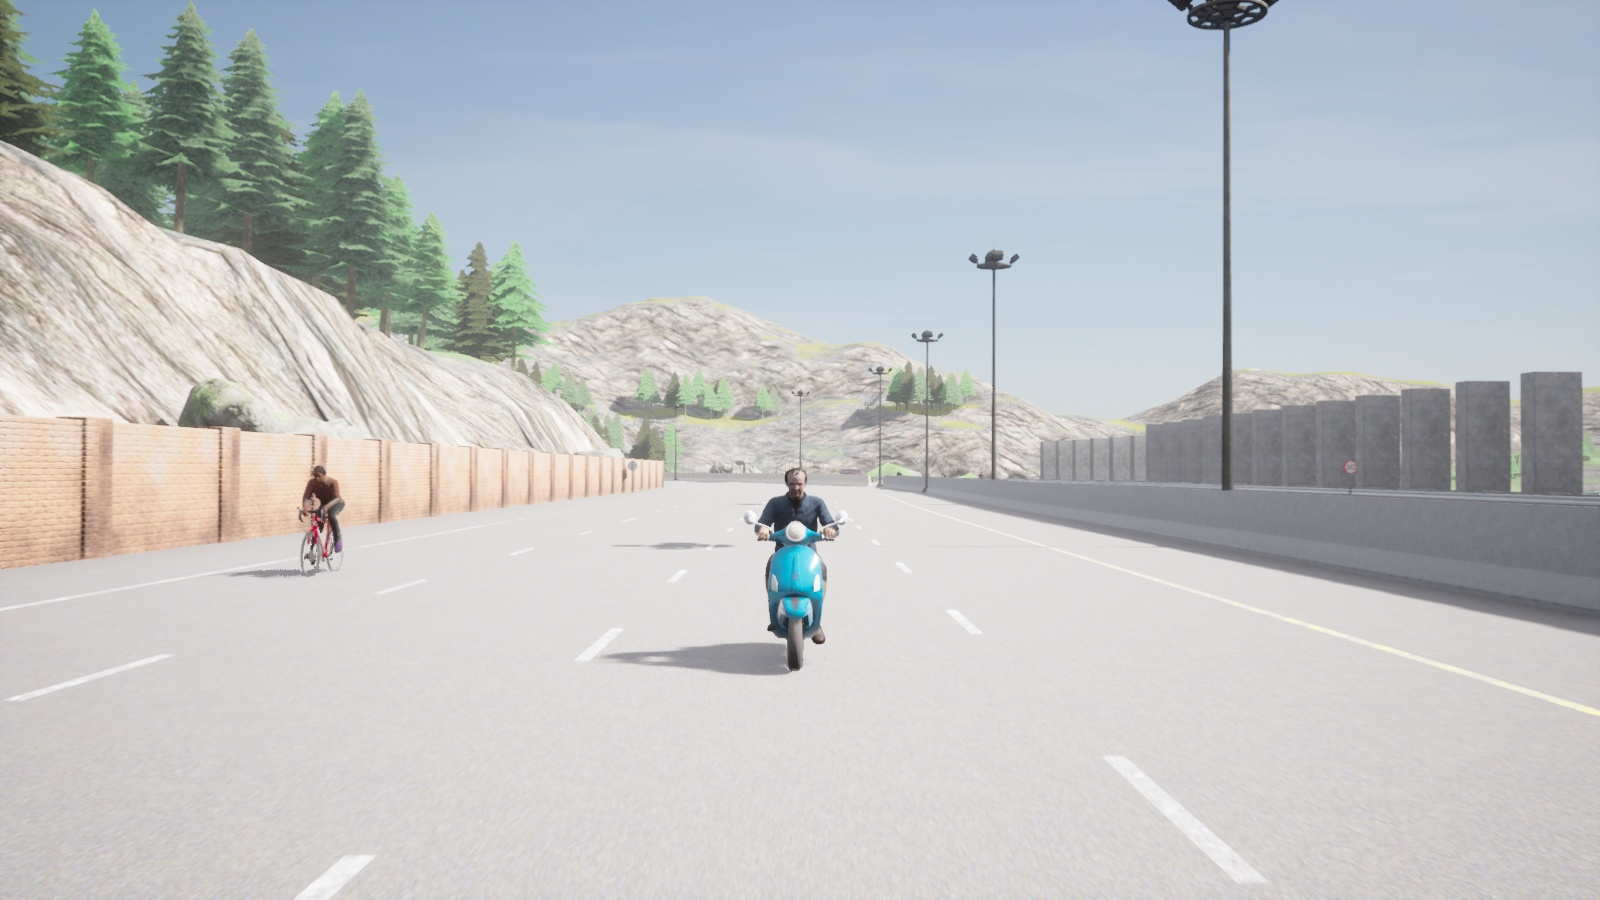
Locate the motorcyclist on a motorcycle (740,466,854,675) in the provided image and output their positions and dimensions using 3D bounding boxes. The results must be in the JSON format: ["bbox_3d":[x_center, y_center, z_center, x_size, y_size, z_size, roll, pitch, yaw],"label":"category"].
[{"bbox_3d":[-0.028,0.943,10.483,0.866,1.590,1.817,0,-2,0],"label":"motorcyclist on a motorcycle"}]

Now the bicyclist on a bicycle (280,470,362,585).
[{"bbox_3d":[-7.050,1.106,18.562,0.582,1.620,1.656,0,-1,0],"label":"bicyclist on a bicycle"}]
